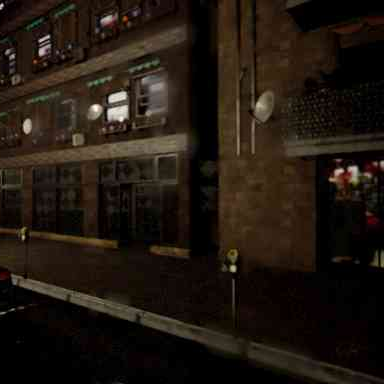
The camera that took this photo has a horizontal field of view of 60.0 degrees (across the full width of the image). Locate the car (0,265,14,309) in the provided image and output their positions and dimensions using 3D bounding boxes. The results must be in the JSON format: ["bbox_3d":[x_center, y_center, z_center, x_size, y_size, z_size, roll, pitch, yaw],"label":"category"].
[{"bbox_3d":[-5.112,1.605,6.526,4.206,1.307,1.802,0,0,36],"label":"car"}]
